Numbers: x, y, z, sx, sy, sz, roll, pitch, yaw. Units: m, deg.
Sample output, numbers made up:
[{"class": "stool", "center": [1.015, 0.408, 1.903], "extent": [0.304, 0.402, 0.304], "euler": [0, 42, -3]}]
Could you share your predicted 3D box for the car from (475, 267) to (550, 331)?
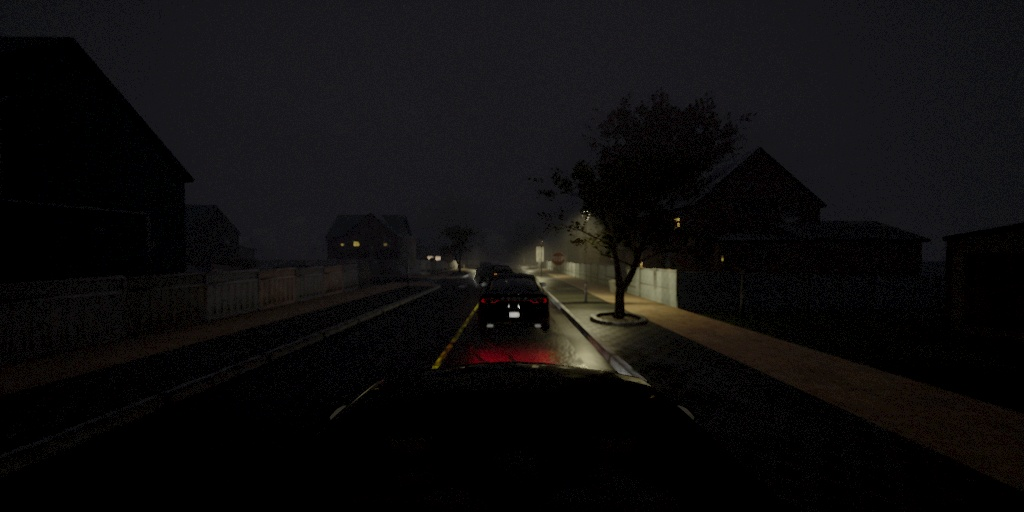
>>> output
[{"class": "car", "center": [0.056, 1.265, 11.110], "extent": [1.882, 1.535, 5.008], "euler": [0, 0, 0]}]

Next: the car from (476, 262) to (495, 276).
[{"class": "car", "center": [-2.951, 1.439, 41.116], "extent": [1.837, 1.490, 4.892], "euler": [0, 0, 0]}]

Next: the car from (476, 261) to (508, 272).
[{"class": "car", "center": [-1.233, 1.358, 25.482], "extent": [1.837, 1.490, 4.892], "euler": [1, 0, -19]}]
